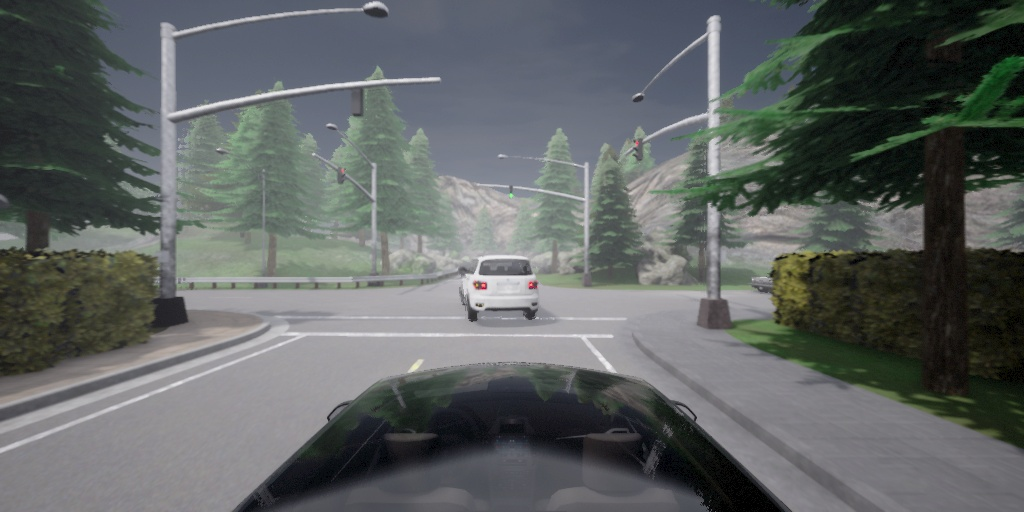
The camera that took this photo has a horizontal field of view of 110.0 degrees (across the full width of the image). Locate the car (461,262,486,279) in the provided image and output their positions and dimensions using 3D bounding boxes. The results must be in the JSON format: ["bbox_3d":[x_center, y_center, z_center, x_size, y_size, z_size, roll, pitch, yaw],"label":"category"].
[{"bbox_3d":[-3.592,1.313,33.966,1.837,1.490,4.892,0,0,0],"label":"car"}]

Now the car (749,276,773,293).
[{"bbox_3d":[15.341,1.367,18.920,4.718,1.301,1.895,0,0,0],"label":"car"}]

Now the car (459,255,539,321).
[{"bbox_3d":[-0.626,0.992,12.886,2.150,2.045,5.566,0,0,-11],"label":"car"}]
